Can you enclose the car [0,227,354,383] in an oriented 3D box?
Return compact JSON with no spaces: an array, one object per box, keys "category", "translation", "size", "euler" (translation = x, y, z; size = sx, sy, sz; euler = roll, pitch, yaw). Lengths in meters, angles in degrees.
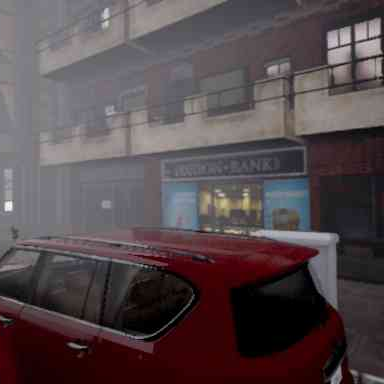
[{"category":"car","translation":[-0.988,1.317,3.601],"size":[5.009,1.841,2.192],"euler":[0,-1,36]}]
